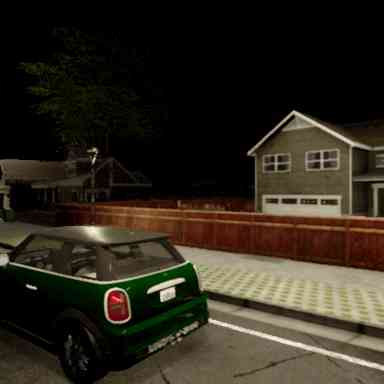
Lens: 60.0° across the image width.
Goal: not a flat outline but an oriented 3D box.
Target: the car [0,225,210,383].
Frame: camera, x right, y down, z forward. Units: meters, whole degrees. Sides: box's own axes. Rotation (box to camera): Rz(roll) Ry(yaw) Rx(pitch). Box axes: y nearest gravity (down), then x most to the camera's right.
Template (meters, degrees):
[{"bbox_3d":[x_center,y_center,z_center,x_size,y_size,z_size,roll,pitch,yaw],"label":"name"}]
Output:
[{"bbox_3d":[-2.008,1.359,5.632,4.553,1.767,2.097,0,0,37],"label":"car"}]
